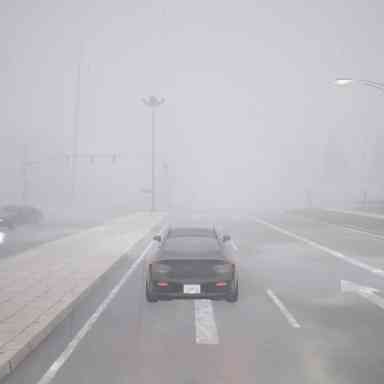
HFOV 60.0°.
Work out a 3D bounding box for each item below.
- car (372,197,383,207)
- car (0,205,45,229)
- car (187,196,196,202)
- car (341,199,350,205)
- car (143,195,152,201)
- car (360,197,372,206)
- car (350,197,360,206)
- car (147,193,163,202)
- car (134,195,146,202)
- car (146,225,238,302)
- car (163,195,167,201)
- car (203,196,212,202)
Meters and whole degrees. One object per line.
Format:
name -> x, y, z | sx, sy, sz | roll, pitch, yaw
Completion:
car -> 27.507, 1.356, 44.867 | 4.553, 1.767, 2.097 | 0, 0, 0
car -> -11.561, 1.547, 21.660 | 2.033, 1.411, 5.357 | 0, 0, 1
car -> -0.197, 1.553, 76.480 | 1.994, 1.385, 4.181 | 0, 0, -1
car -> 27.186, 1.562, 55.362 | 4.181, 1.385, 1.994 | 0, 0, -1
car -> -11.888, 1.553, 88.723 | 1.994, 1.385, 4.181 | 0, 0, -1
car -> 27.600, 1.600, 48.364 | 4.718, 1.301, 1.895 | 0, 0, 0
car -> 27.773, 1.526, 51.864 | 4.674, 1.442, 1.812 | 0, 0, 0
car -> -8.157, 1.355, 73.736 | 2.097, 1.767, 4.553 | 0, 0, -1
car -> -11.656, 1.524, 73.654 | 1.812, 1.442, 4.674 | 0, 0, -1
car -> 0.000, 1.526, 8.106 | 1.812, 1.442, 4.674 | 0, 0, 0
car -> -8.388, 1.478, 88.776 | 1.882, 1.535, 5.008 | 0, 0, -1
car -> 3.348, 1.596, 74.006 | 1.895, 1.301, 4.718 | 0, 0, -1
